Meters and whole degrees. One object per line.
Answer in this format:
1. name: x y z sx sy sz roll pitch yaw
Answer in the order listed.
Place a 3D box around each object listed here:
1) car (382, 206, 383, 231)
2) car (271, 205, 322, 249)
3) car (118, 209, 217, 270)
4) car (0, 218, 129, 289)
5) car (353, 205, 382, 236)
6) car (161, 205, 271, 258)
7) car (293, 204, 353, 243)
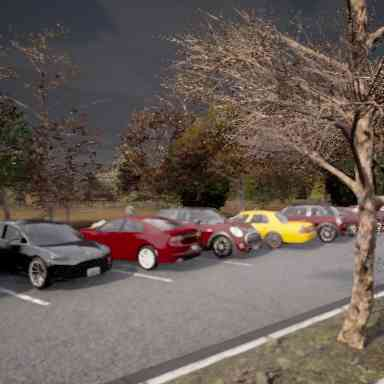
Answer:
1. car: 9.829 1.537 20.036 4.674 1.452 2.002 -1 -1 32
2. car: 2.624 1.501 14.729 5.366 1.575 1.946 -1 0 33
3. car: -1.967 1.504 11.088 5.008 1.535 2.097 -1 -1 34
4. car: -4.333 1.535 9.334 4.792 1.488 2.163 -1 -1 34
5. car: 7.492 1.539 18.218 4.674 1.452 2.002 -1 -1 33
6. car: 0.386 1.378 12.877 4.553 1.767 2.185 -1 -1 34
7. car: 5.165 1.374 16.401 4.553 1.767 2.185 -1 -1 33
